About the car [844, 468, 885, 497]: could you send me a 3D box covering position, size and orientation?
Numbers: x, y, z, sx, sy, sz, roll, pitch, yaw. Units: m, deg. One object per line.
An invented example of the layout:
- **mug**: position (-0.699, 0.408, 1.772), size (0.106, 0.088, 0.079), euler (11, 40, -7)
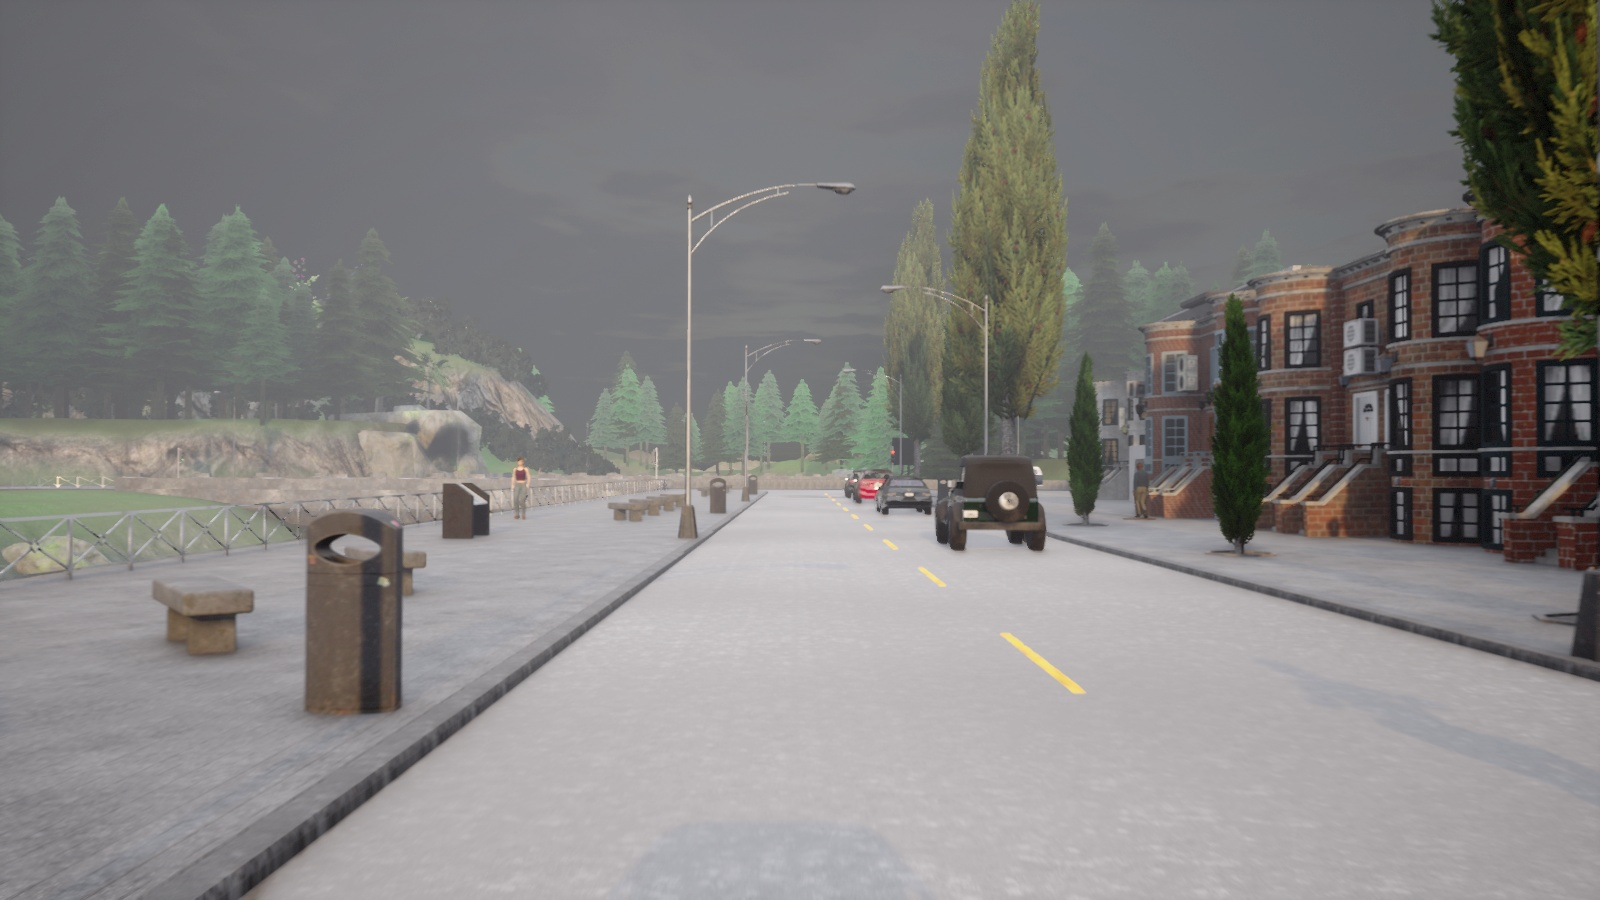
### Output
- **car**: position (3.806, 1.898, 74.922), size (2.242, 1.667, 4.611), euler (0, -1, 0)

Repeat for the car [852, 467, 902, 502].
- **car**: position (3.835, 1.703, 63.297), size (2.242, 1.667, 4.611), euler (0, -1, 0)

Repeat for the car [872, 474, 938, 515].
- **car**: position (3.877, 1.638, 47.249), size (2.033, 1.411, 5.357), euler (0, -1, 0)

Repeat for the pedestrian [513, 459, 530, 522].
- **pedestrian**: position (-8.152, 1.172, 36.746), size (0.345, 1.836, 0.594), euler (0, -1, 0)

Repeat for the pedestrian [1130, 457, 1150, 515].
- **pedestrian**: position (10.922, 1.148, 40.374), size (0.370, 1.835, 0.726), euler (0, -1, -5)

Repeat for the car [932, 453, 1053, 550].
- **car**: position (3.930, 1.035, 26.266), size (1.905, 1.878, 3.866), euler (0, -1, 0)
